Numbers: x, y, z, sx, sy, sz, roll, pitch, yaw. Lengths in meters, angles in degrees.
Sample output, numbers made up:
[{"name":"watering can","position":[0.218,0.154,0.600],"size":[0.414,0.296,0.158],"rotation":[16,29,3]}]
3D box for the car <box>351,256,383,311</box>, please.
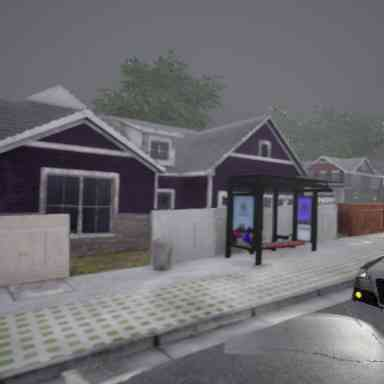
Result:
[{"name":"car","position":[5.082,1.571,6.668],"size":[4.181,1.385,1.994],"rotation":[0,0,-35]}]
